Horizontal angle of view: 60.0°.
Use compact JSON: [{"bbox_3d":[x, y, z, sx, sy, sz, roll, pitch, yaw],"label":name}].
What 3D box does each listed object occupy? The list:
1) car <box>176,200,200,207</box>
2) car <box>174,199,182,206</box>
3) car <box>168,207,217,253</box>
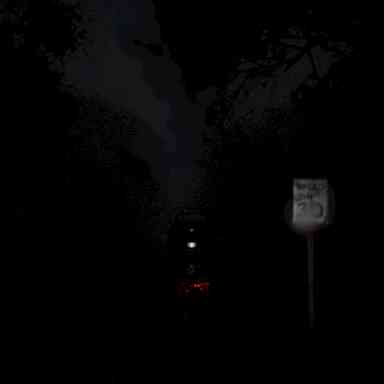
[{"bbox_3d":[-0.006,1.773,29.301,2.128,1.511,4.902,0,0,0],"label":"car"},{"bbox_3d":[-2.955,2.222,71.774,1.882,1.535,5.008,0,-1,0],"label":"car"},{"bbox_3d":[0.002,1.645,14.306,1.837,1.490,4.892,0,0,0],"label":"car"}]
